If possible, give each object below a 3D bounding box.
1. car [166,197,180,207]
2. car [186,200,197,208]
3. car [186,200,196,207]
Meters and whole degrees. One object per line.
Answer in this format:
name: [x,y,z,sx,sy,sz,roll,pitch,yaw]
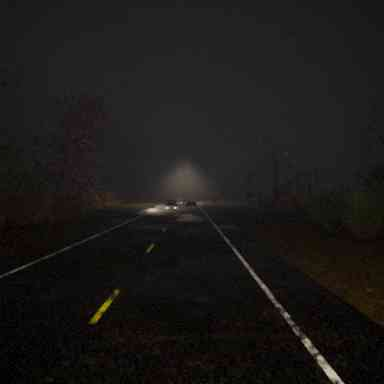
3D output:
car: [-3.778,2.029,62.158,1.882,1.535,5.008,0,0,0]
car: [-0.140,2.093,59.815,1.994,1.385,4.181,0,-1,0]
car: [-0.268,2.182,65.481,1.895,1.301,4.718,0,-1,0]
